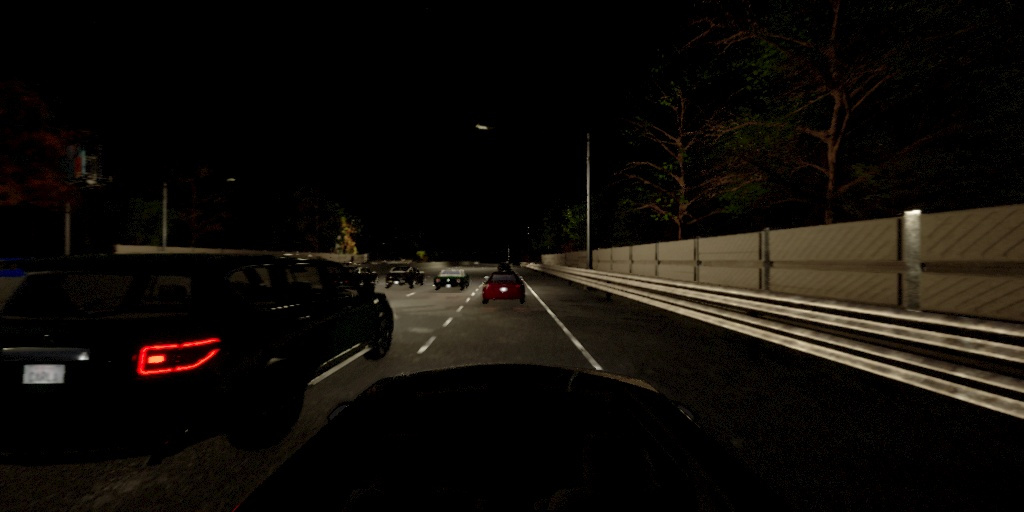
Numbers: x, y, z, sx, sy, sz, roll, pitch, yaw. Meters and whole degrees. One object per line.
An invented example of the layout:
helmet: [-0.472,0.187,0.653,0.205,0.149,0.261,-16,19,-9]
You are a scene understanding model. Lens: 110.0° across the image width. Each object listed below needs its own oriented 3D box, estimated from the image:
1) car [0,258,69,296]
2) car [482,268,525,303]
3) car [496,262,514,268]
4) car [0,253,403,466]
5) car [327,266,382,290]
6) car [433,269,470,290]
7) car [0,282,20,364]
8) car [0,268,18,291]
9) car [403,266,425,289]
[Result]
car: [-28.547,1.117,19.462,2.150,2.045,5.566,0,-1,-1]
car: [-0.411,1.463,17.806,1.994,1.385,4.181,0,-1,-1]
car: [-0.996,1.684,46.465,1.837,1.490,4.892,0,-1,-1]
car: [-3.560,1.003,5.368,2.150,2.045,5.566,0,-1,-1]
car: [-10.966,1.467,25.351,1.837,1.490,4.892,0,-1,-1]
car: [-3.939,1.557,24.198,1.895,1.301,4.718,0,-1,-1]
car: [-10.540,1.246,4.510,1.882,1.535,5.008,0,-1,-1]
car: [-32.061,1.426,20.284,1.812,1.442,4.674,0,-1,-1]
car: [-7.469,1.470,25.425,1.837,1.490,4.892,0,-1,-1]
